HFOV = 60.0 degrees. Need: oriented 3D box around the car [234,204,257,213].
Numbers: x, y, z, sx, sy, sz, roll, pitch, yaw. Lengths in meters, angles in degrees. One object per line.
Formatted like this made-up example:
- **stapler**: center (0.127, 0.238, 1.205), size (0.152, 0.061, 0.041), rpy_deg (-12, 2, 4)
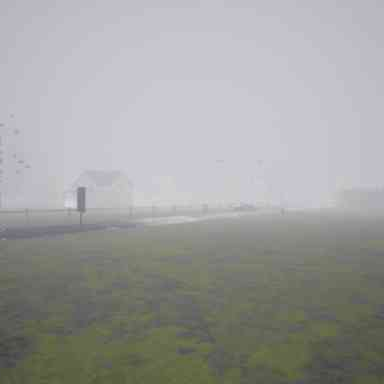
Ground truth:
- **car**: center (8.339, 2.494, 51.852), size (1.895, 1.301, 4.718), rpy_deg (0, -1, 36)
